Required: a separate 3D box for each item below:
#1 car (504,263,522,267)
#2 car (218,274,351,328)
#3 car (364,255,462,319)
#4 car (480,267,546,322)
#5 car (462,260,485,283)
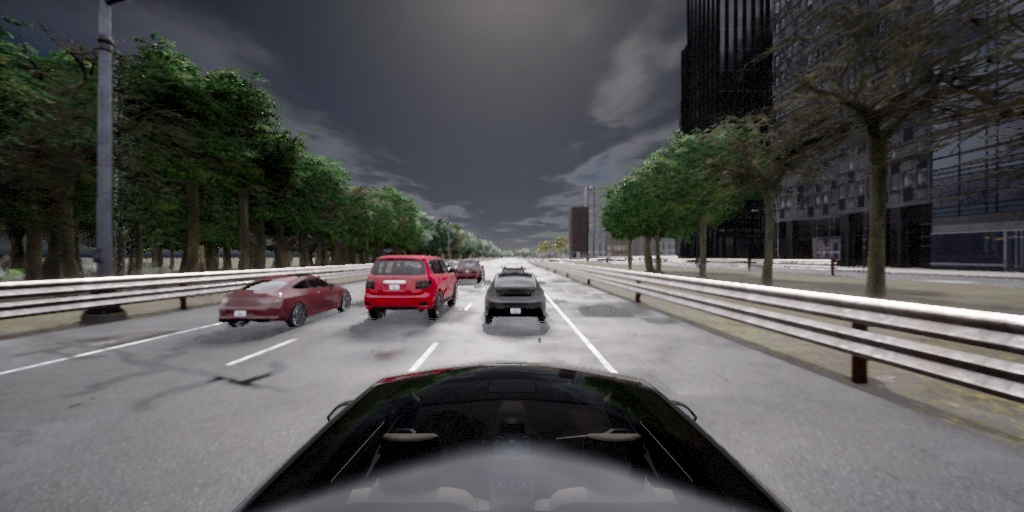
[{"bbox_3d":[0.104,1.313,29.589,2.128,1.511,4.902,0,0,0],"label":"car"},{"bbox_3d":[-6.899,1.303,11.404,1.812,1.442,4.674,0,0,0],"label":"car"},{"bbox_3d":[-3.397,1.003,13.040,2.150,2.045,5.566,0,0,0],"label":"car"},{"bbox_3d":[0.102,1.284,12.389,1.837,1.490,4.892,0,0,0],"label":"car"},{"bbox_3d":[-3.396,1.173,29.363,2.097,1.767,4.553,0,0,0],"label":"car"}]
